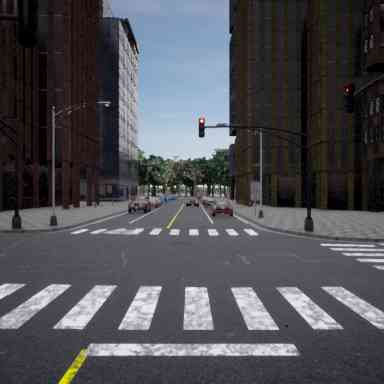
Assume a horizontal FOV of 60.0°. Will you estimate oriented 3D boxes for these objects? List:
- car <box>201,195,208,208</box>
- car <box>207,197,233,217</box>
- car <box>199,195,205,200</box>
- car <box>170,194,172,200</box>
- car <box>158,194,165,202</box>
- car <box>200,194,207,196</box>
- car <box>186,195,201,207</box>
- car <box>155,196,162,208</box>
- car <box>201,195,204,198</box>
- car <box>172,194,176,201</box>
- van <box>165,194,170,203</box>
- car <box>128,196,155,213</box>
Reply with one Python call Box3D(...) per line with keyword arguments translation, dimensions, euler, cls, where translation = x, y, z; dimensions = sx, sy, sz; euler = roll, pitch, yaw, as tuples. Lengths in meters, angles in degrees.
Box3D(translation=(2.750, 1.560, 47.940), dimensions=(2.008, 1.369, 4.403), euler=(0, 0, 0), cls="car")
Box3D(translation=(2.754, 1.444, 31.628), dimensions=(1.967, 1.590, 4.097), euler=(0, 0, 0), cls="car")
Box3D(translation=(2.739, 1.560, 91.611), dimensions=(1.752, 1.417, 4.829), euler=(0, 0, 0), cls="car")
Box3D(translation=(-5.781, 1.571, 69.689), dimensions=(2.008, 1.369, 4.403), euler=(0, 0, 0), cls="car")
Box3D(translation=(-5.776, 1.537, 53.206), dimensions=(1.752, 1.417, 4.829), euler=(0, 0, 0), cls="car")
Box3D(translation=(2.747, 1.559, 58.816), dimensions=(1.887, 1.381, 4.507), euler=(0, 0, 0), cls="car")
Box3D(translation=(0.088, 1.611, 52.131), dimensions=(1.895, 1.301, 4.718), euler=(0, 0, 0), cls="car")
Box3D(translation=(-5.775, 1.591, 47.938), dimensions=(1.802, 1.307, 4.206), euler=(0, 0, 0), cls="car")
Box3D(translation=(2.749, 1.556, 53.378), dimensions=(1.887, 1.381, 4.507), euler=(0, 0, 0), cls="car")
Box3D(translation=(-5.785, 1.597, 86.001), dimensions=(1.947, 1.339, 4.313), euler=(0, 0, 0), cls="car")
Box3D(translation=(-5.780, 1.358, 64.251), dimensions=(1.690, 1.788, 3.998), euler=(0, 0, 0), cls="van")
Box3D(translation=(-5.773, 1.321, 37.063), dimensions=(2.192, 1.841, 5.009), euler=(0, 0, 0), cls="car")
